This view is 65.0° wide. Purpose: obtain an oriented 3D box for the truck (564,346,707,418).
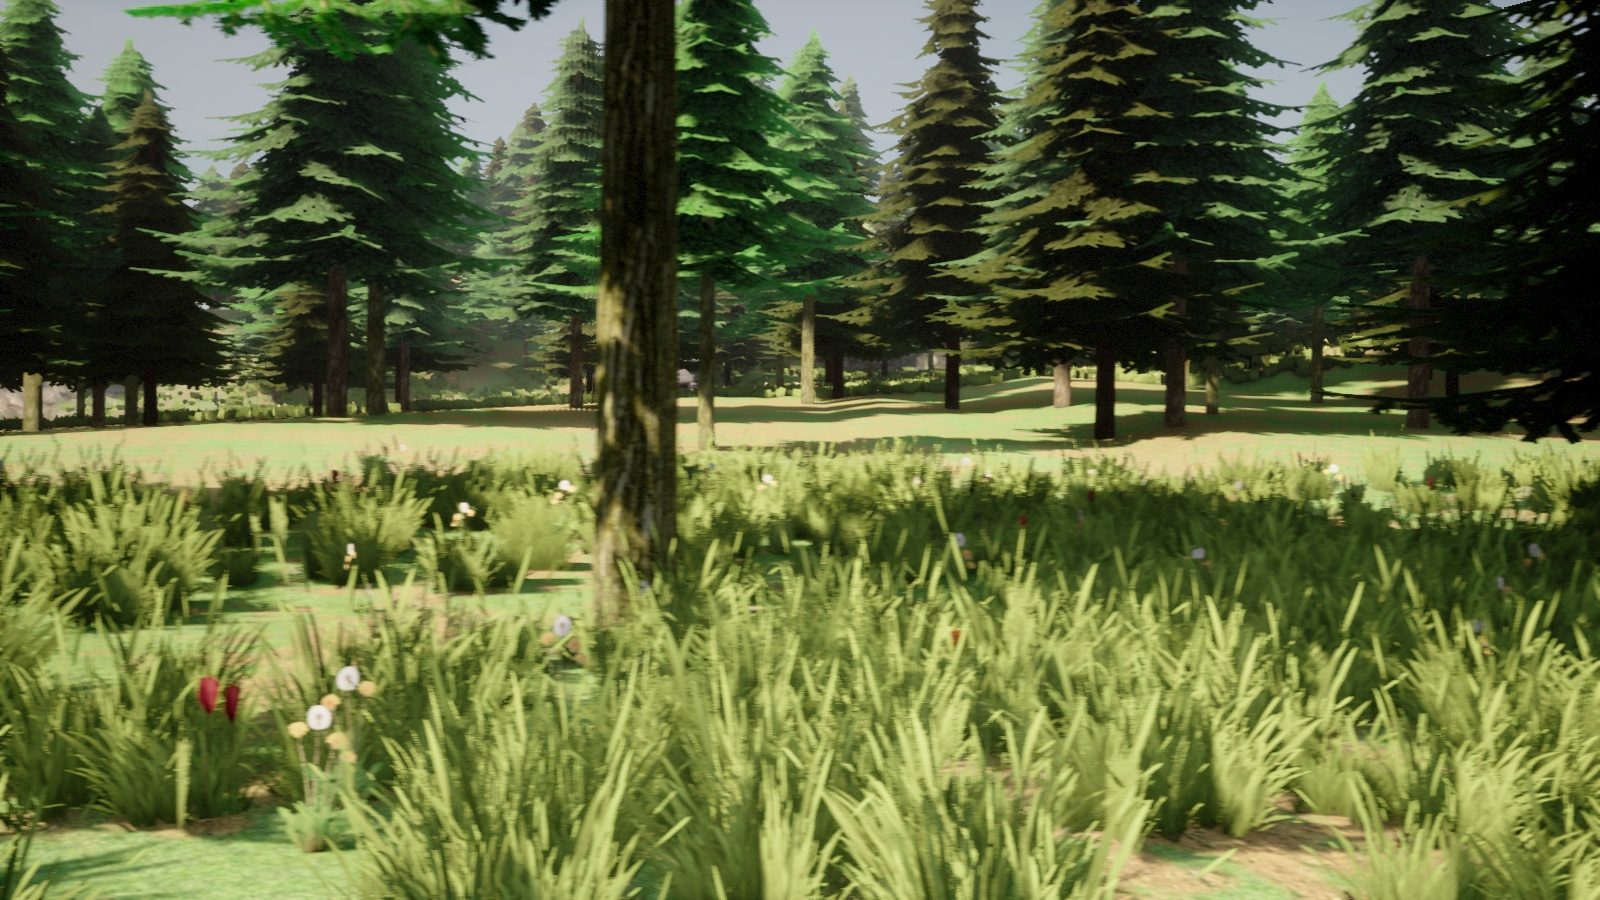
[{"bbox_3d":[-9.983,-4.101,76.701,7.936,3.462,2.891,-6,0,3],"label":"truck"}]
